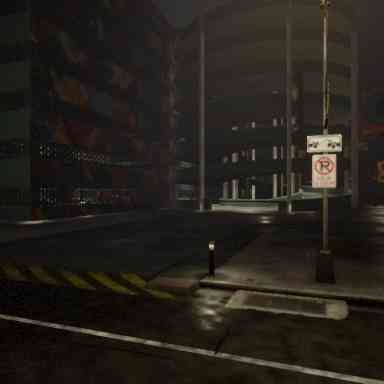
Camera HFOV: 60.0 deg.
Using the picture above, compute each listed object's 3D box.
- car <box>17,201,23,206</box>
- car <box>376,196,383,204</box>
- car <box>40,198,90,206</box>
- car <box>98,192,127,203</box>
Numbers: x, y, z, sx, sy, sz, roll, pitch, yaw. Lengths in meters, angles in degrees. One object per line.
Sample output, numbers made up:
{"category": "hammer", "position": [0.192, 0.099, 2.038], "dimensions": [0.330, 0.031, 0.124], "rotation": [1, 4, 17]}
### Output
{"category": "car", "position": [-20.353, 1.463, 43.472], "dimensions": [4.718, 1.301, 1.895], "rotation": [0, 0, 20]}
{"category": "car", "position": [35.268, 1.221, 58.583], "dimensions": [2.150, 2.045, 5.566], "rotation": [0, 0, -21]}
{"category": "car", "position": [-11.922, 1.320, 32.349], "dimensions": [4.674, 1.452, 2.002], "rotation": [0, 0, 20]}
{"category": "car", "position": [-14.678, 1.028, 61.098], "dimensions": [5.566, 2.045, 2.435], "rotation": [0, 0, 20]}
